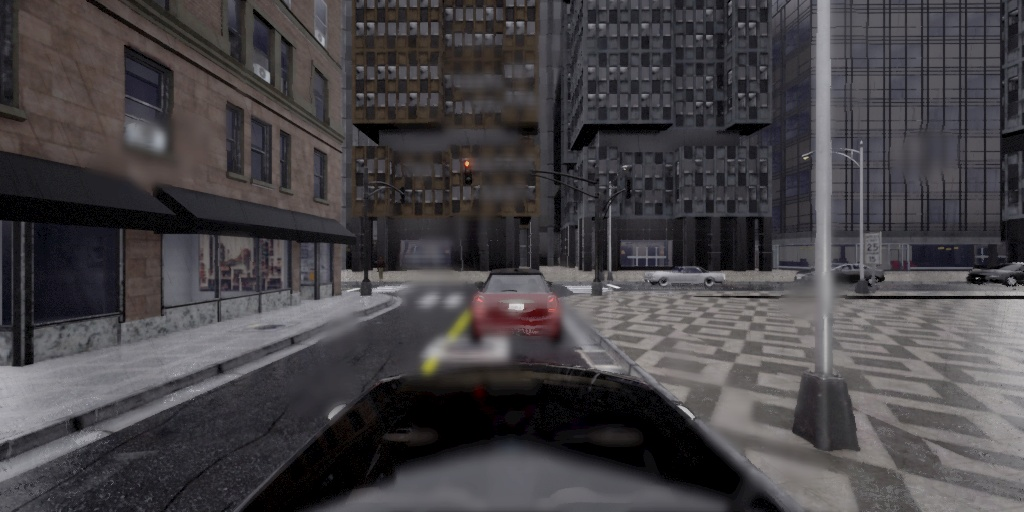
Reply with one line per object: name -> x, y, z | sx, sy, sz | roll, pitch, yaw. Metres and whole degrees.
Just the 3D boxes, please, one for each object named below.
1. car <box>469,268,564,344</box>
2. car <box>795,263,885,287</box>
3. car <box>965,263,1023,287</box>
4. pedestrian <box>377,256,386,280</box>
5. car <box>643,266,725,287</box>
car -> 0.069, 1.102, 9.731 | 2.097, 1.767, 4.553 | 0, 0, -1
car -> 21.388, 1.209, 23.532 | 4.902, 1.511, 2.128 | 0, 0, 1
car -> 32.833, 1.207, 23.395 | 4.892, 1.490, 1.837 | 0, 0, 1
pedestrian -> -9.838, 0.902, 26.913 | 0.375, 1.860, 0.375 | 0, 0, 1
car -> 11.195, 1.332, 23.647 | 4.718, 1.301, 1.895 | 0, 0, 1
